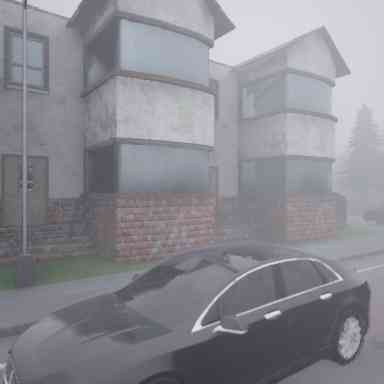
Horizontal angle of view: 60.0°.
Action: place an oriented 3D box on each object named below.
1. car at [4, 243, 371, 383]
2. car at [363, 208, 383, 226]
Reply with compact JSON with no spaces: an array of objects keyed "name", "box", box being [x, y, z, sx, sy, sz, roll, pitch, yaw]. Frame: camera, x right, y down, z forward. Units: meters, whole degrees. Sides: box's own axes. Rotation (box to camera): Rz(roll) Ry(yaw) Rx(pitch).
[{"name":"car","box":[0.396,1.504,4.252,4.892,1.490,1.837,0,0,-35]},{"name":"car","box":[14.100,1.547,21.598,2.033,1.411,5.357,0,0,-35]}]
